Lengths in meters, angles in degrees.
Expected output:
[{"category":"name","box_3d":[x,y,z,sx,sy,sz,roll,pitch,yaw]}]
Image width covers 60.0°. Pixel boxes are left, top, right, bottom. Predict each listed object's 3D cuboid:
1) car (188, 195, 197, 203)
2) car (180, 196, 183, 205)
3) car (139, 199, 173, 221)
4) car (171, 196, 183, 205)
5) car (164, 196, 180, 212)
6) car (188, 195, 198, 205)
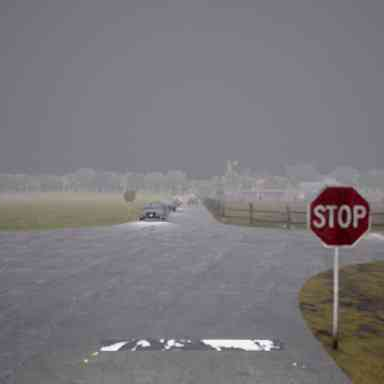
[{"category":"car","box_3d":[0.120,1.445,71.079,1.882,1.535,5.008,0,0,0]},{"category":"car","box_3d":[-2.746,1.535,48.649,1.994,1.385,4.181,0,0,0]},{"category":"car","box_3d":[-2.946,1.542,26.720,1.994,1.385,4.181,0,0,3]},{"category":"car","box_3d":[-2.657,1.446,58.713,1.882,1.535,5.008,0,0,0]},{"category":"car","box_3d":[-2.775,1.451,38.296,1.882,1.535,5.008,0,0,0]},{"category":"car","box_3d":[0.204,1.516,59.188,2.033,1.411,5.357,0,0,1]}]
